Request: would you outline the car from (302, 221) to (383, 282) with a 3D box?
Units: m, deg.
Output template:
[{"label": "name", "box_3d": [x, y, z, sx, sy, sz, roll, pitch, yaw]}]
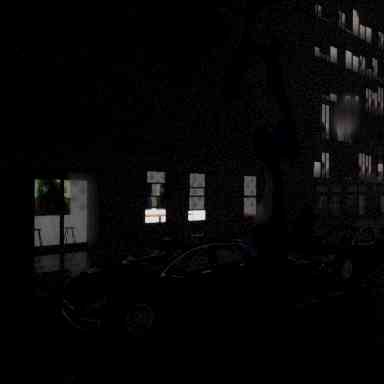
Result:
[{"label": "car", "box_3d": [4.473, 1.550, 9.696, 4.403, 1.369, 2.008, 0, 0, -35]}]

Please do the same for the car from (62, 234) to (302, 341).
[{"label": "car", "box_3d": [-0.162, 1.551, 6.420, 4.403, 1.369, 2.008, 0, 0, -35]}]
